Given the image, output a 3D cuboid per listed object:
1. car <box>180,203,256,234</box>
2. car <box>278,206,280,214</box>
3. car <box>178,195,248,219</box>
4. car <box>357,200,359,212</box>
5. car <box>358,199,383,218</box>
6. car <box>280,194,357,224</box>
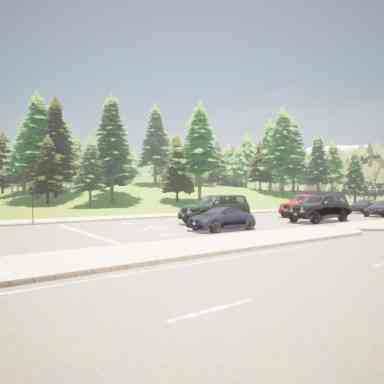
[{"bbox_3d":[1.749,1.563,19.410,4.181,1.385,1.994,0,0,-35],"label":"car"},{"bbox_3d":[10.166,1.220,29.507,5.566,2.045,2.150,0,0,-33],"label":"car"},{"bbox_3d":[1.685,1.221,23.630,5.566,2.045,2.150,0,0,-35],"label":"car"},{"bbox_3d":[18.311,1.524,35.168,4.674,1.442,1.812,0,0,-34],"label":"car"},{"bbox_3d":[17.570,1.524,30.398,4.674,1.442,1.812,0,0,-34],"label":"car"},{"bbox_3d":[9.511,1.220,24.816,5.566,2.045,2.150,0,0,-34],"label":"car"}]
